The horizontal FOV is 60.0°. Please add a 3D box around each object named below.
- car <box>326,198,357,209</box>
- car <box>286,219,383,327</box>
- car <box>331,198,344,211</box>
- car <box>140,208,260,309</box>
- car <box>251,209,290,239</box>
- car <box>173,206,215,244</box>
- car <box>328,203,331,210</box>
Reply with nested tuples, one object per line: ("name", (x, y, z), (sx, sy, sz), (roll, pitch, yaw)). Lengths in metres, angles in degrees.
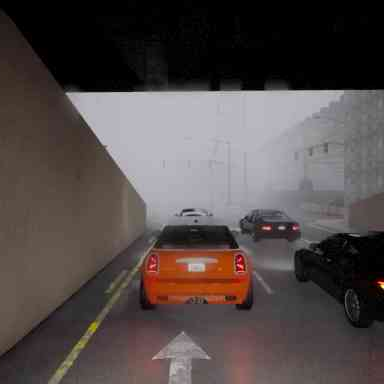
("car", (17.563, 1.295, 38.898), (1.853, 1.218, 4.536), (0, 0, 45))
("car", (3.585, 1.526, 6.870), (1.812, 1.442, 4.674), (0, 0, 0))
("car", (17.424, 1.453, 34.254), (2.038, 1.542, 4.974), (0, 0, -35))
("car", (0.087, 1.352, 8.013), (2.097, 1.767, 4.553), (0, 0, 0))
("car", (3.628, 1.547, 16.362), (2.033, 1.411, 5.357), (0, 0, -3))
("car", (0.095, 1.526, 16.691), (1.812, 1.442, 4.674), (0, 0, 0))
("car", (17.527, 1.453, 38.861), (2.038, 1.542, 4.974), (0, 0, 45))
